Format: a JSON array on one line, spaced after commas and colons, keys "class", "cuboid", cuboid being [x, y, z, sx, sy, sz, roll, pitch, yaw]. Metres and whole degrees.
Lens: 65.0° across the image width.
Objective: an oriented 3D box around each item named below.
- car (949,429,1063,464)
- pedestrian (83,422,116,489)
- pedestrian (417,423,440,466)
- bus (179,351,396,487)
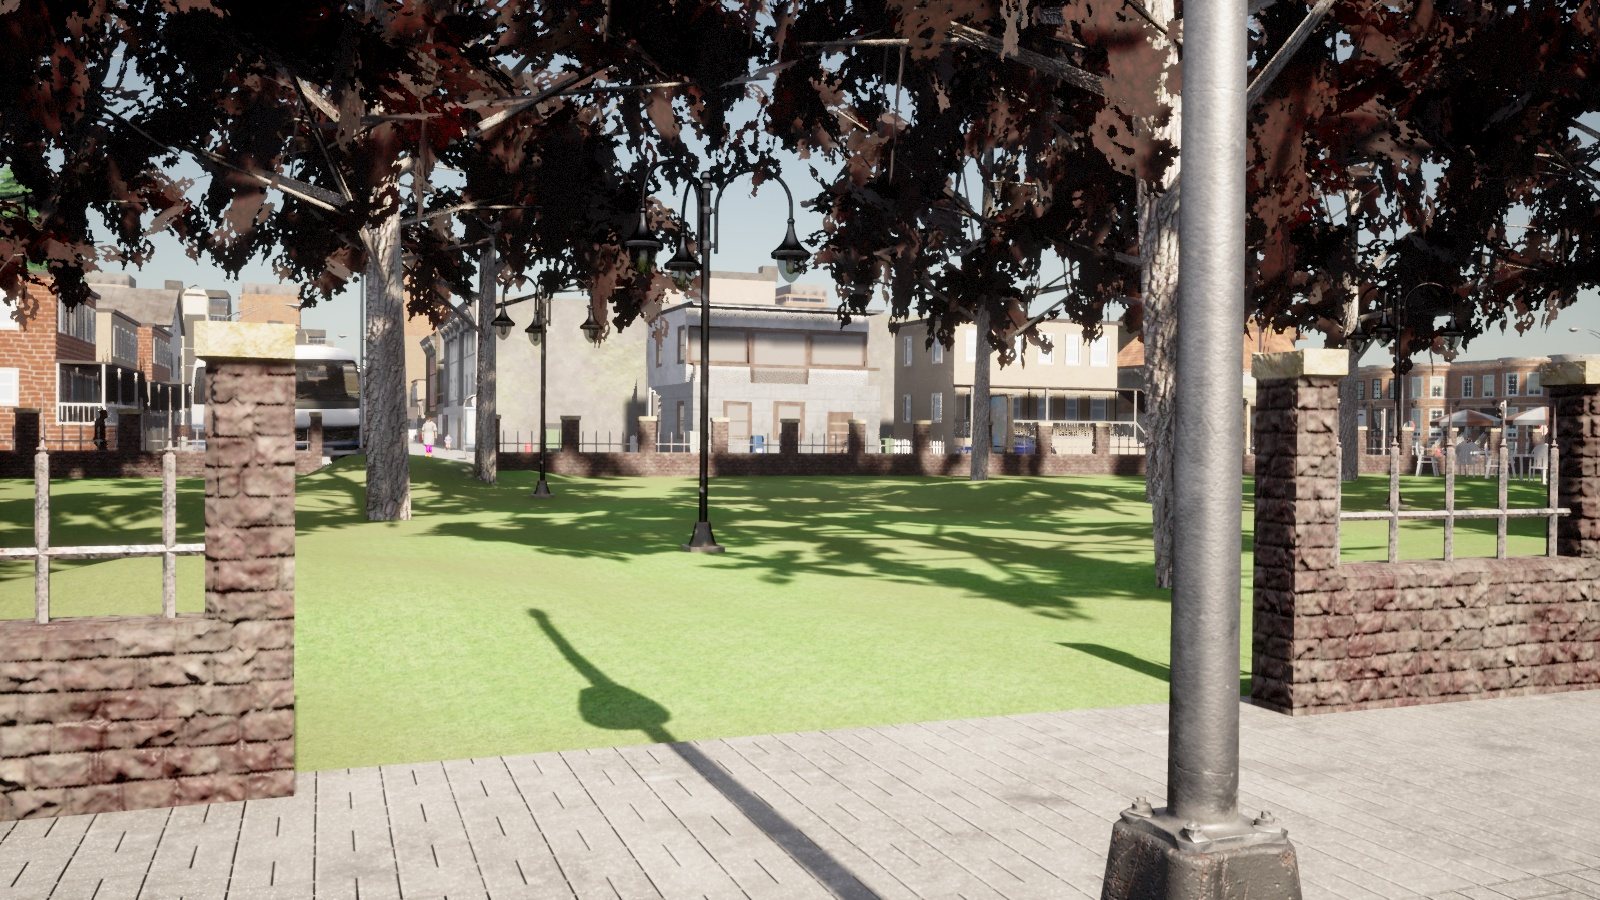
[{"class": "car", "cuboid": [9.145, -0.181, 55.699, 4.674, 1.442, 1.812, -1, 1, -21]}, {"class": "pedestrian", "cuboid": [-19.427, 0.151, 34.832, 0.703, 1.840, 0.431, -1, 1, -21]}, {"class": "pedestrian", "cuboid": [-17.085, -0.247, 57.762, 0.659, 1.952, 0.873, 0, 1, 9]}, {"class": "bus", "cuboid": [-18.326, -1.102, 44.351, 3.944, 4.253, 10.273, -4, 3, -40]}]
